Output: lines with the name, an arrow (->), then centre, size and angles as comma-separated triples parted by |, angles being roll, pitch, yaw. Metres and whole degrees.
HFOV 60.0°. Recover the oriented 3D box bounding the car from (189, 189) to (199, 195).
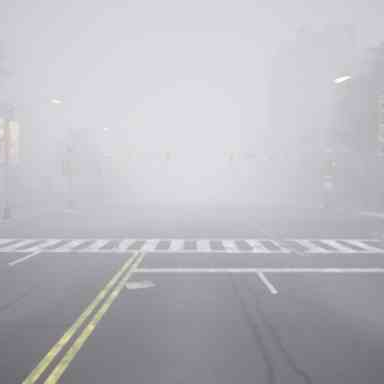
car -> 0.117, 0.131, 88.579 | 2.033, 1.411, 5.357 | 0, 1, 0
